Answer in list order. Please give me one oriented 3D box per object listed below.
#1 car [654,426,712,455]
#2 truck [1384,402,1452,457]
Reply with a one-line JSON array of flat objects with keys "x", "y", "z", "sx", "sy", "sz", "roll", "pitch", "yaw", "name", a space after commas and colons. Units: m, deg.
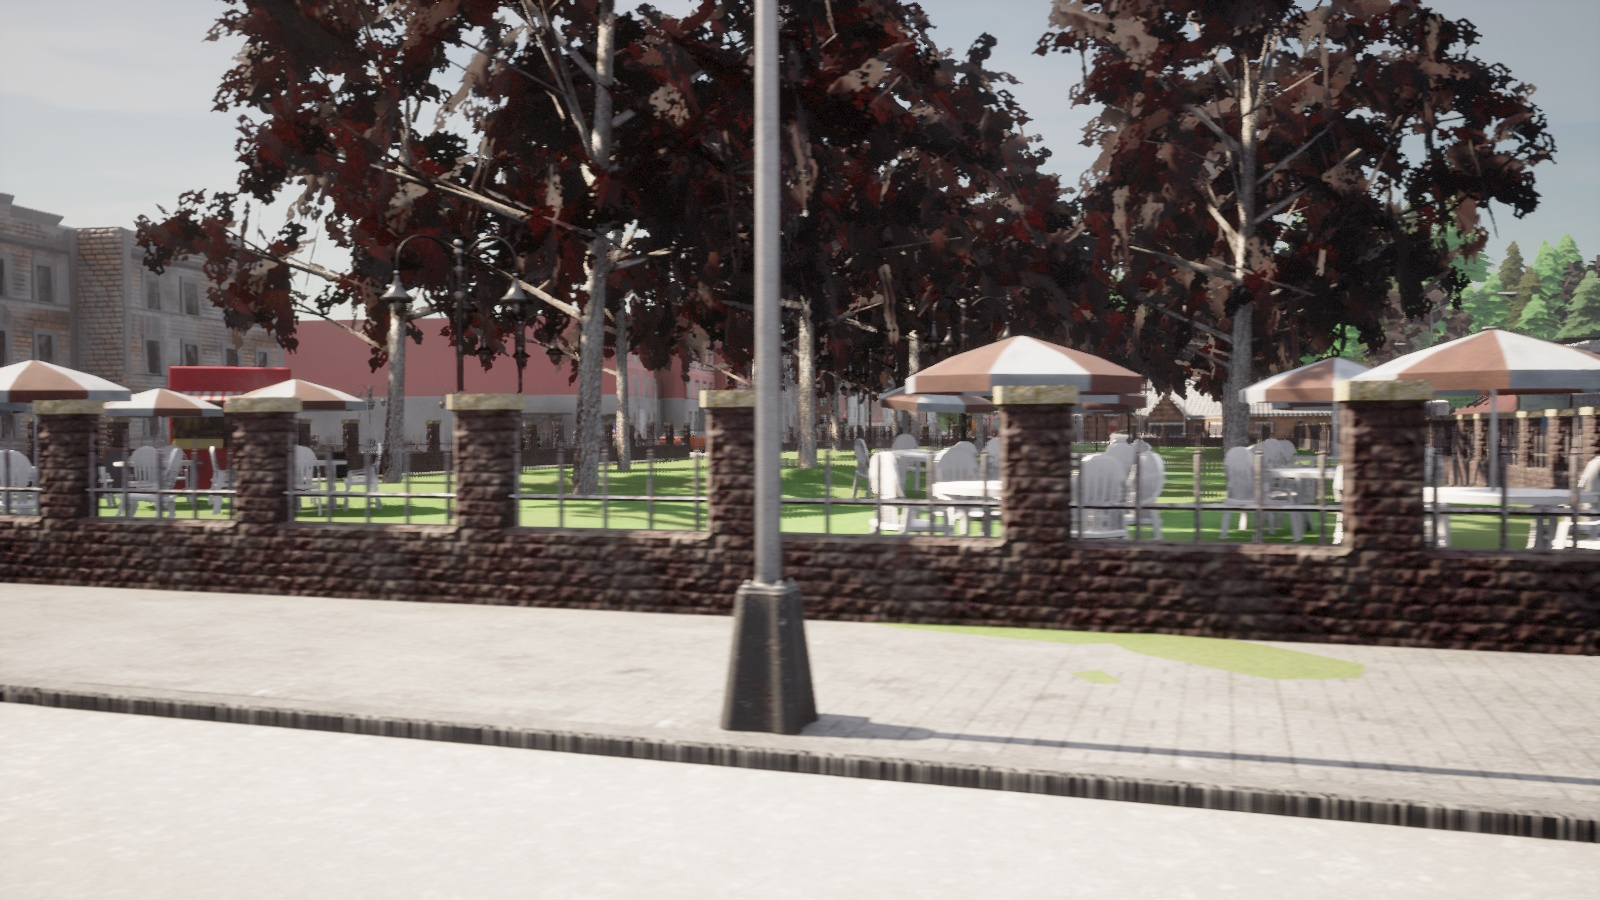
[{"x": -7.569, "y": -0.634, "z": 81.587, "sx": 2.097, "sy": 1.767, "sz": 4.553, "roll": 0, "pitch": 1, "yaw": 19, "name": "car"}, {"x": 40.652, "y": -1.334, "z": 82.812, "sx": 2.891, "sy": 3.462, "sz": 7.936, "roll": 0, "pitch": 1, "yaw": 18, "name": "truck"}]
